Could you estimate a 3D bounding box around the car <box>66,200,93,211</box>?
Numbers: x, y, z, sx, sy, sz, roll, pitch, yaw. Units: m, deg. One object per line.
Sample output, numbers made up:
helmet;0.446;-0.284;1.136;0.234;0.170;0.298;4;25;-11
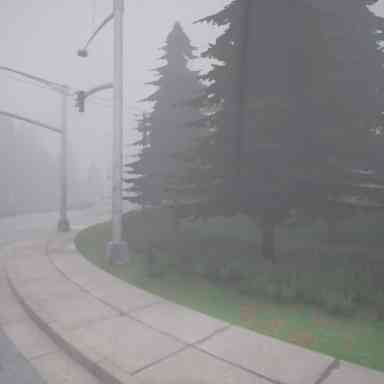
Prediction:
car;-14.038;1.645;41.553;1.895;1.301;4.718;0;0;3
